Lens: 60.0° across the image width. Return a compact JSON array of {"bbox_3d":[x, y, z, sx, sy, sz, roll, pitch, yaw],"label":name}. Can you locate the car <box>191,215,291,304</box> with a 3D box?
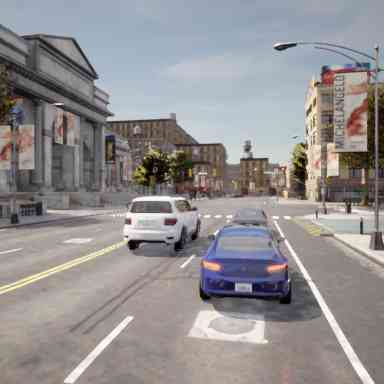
[{"bbox_3d":[1.307,1.526,8.152,1.812,1.442,4.674,0,0,10],"label":"car"}]

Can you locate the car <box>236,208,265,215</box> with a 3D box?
[{"bbox_3d":[3.077,1.547,17.515,2.033,1.411,5.357,0,0,11],"label":"car"}]

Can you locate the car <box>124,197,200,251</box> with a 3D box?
[{"bbox_3d":[-1.087,1.222,14.403,2.150,2.045,5.566,0,0,11],"label":"car"}]
